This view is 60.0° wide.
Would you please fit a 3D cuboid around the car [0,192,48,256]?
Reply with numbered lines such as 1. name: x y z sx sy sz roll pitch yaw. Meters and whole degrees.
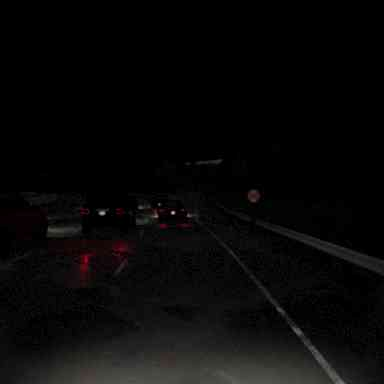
1. car: -7.425 1.096 12.617 2.150 2.045 5.566 0 1 -4

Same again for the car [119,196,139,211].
1. car: -6.771 1.188 35.681 1.994 1.385 4.181 0 1 -10

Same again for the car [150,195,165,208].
1. car: -3.808 1.111 38.914 1.812 1.442 4.674 0 1 -10

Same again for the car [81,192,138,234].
1. car: -4.329 1.034 17.900 2.150 2.045 5.566 0 1 -5

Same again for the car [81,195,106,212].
1. car: -10.024 1.152 34.066 1.837 1.490 4.892 0 1 -10

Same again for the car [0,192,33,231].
1. car: -11.547 1.026 19.643 2.150 2.045 5.566 0 1 -6

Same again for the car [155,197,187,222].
1. car: -1.421 1.308 23.680 1.994 1.385 4.181 0 0 -6
